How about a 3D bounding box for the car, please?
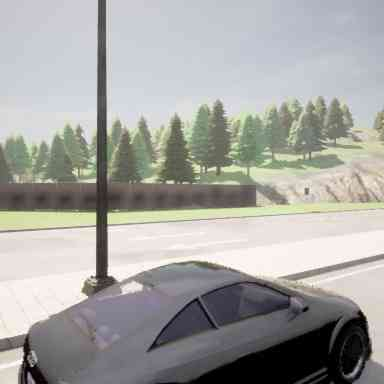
[{"bbox_3d":[0.288,1.563,3.958,4.181,1.385,1.994,0,0,-35],"label":"car"}]
